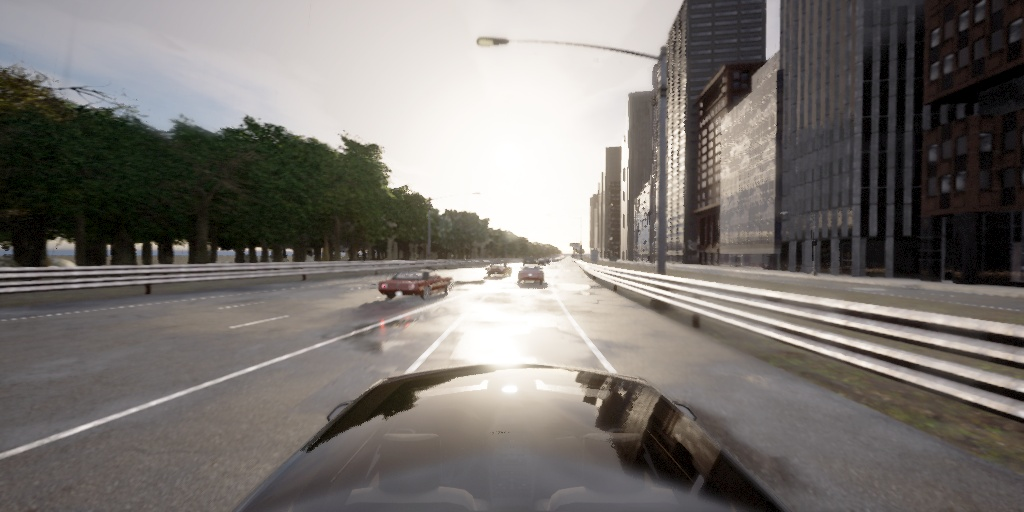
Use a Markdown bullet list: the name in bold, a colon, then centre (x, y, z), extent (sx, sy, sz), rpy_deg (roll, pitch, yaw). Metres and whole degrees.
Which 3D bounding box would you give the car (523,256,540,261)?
- **car**: centre (3.111, 1.093, 62.399), extent (2.150, 2.045, 5.566), rpy_deg (1, 0, 9)

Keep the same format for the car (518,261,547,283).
- **car**: centre (1.564, 1.360, 28.423), extent (1.994, 1.385, 4.181), rpy_deg (1, 0, 6)

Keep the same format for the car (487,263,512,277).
- **car**: centre (-1.183, 1.383, 36.732), extent (1.895, 1.301, 4.718), rpy_deg (1, 0, 10)

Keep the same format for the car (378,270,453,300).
- **car**: centre (-4.424, 1.316, 17.347), extent (1.895, 1.301, 4.718), rpy_deg (1, 0, 9)
